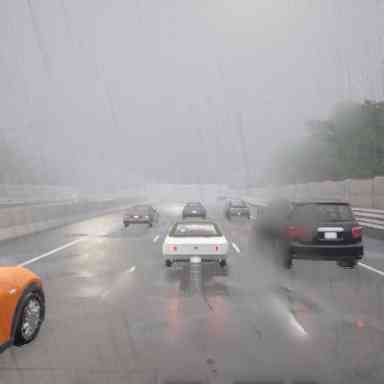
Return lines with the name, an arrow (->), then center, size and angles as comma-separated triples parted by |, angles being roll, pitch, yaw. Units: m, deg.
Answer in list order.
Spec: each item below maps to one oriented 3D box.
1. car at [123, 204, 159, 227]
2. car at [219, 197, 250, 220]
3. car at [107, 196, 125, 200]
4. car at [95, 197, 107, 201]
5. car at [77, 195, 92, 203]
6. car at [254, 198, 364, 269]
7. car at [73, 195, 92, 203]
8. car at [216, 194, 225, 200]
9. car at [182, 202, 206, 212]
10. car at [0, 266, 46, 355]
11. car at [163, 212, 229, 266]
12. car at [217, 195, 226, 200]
car -> -3.350, 1.546, 22.503 | 2.033, 1.411, 5.357 | 0, 0, 0
car -> 3.681, 1.491, 28.183 | 2.128, 1.511, 4.902 | 0, 0, 0
car -> -13.647, 1.481, 61.498 | 1.882, 1.535, 5.008 | 0, 0, 1
car -> -17.099, 1.604, 63.716 | 1.895, 1.301, 4.718 | 0, 0, 1
car -> -23.344, 1.459, 72.520 | 1.882, 1.535, 5.008 | 0, 0, -2
car -> 3.614, 1.221, 11.322 | 2.150, 2.045, 5.566 | 0, 0, 0
car -> -20.631, 1.504, 61.987 | 2.128, 1.511, 4.902 | 0, 0, 1
car -> 7.879, 1.463, 93.229 | 2.128, 1.511, 4.902 | 0, 0, 1
car -> 0.185, 1.563, 28.798 | 1.994, 1.385, 4.181 | 0, 0, 0
car -> -3.396, 1.351, 3.510 | 2.097, 1.767, 4.553 | 0, 0, 0
car -> 0.114, 1.600, 11.493 | 1.895, 1.301, 4.718 | 0, 0, 0
car -> 7.564, 1.379, 83.563 | 1.882, 1.535, 5.008 | 0, 0, 3
